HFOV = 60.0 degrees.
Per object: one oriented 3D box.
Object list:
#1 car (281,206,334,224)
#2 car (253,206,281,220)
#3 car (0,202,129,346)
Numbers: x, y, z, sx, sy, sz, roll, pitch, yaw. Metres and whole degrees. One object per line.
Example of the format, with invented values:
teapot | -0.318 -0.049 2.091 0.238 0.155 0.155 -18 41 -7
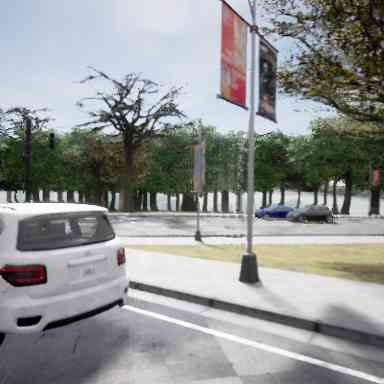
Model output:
car | 11.759 2.187 33.295 4.553 1.767 2.097 1 1 -11
car | 9.157 2.221 36.096 5.008 1.535 1.882 1 1 -11
car | -3.658 1.216 6.307 5.566 2.045 2.150 0 0 36
